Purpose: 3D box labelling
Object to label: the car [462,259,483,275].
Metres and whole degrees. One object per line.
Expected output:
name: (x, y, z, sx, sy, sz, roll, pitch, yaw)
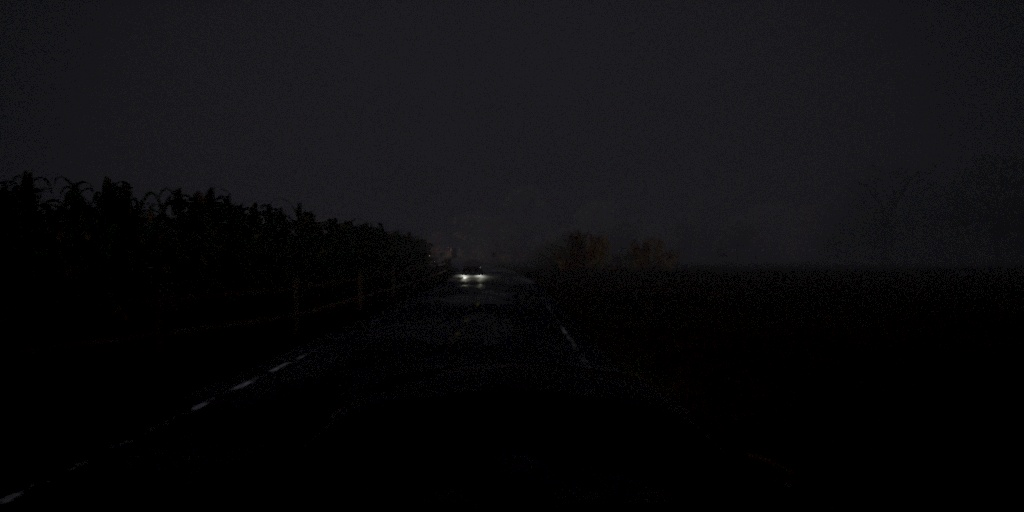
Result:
car: (-4.043, 1.059, 36.783, 1.882, 1.535, 5.008, 0, 0, -6)
